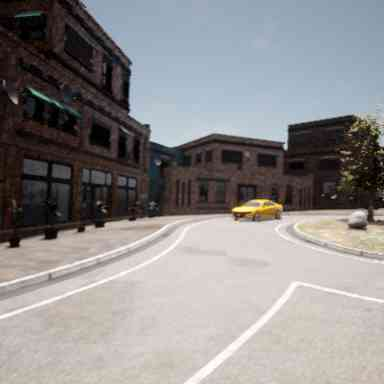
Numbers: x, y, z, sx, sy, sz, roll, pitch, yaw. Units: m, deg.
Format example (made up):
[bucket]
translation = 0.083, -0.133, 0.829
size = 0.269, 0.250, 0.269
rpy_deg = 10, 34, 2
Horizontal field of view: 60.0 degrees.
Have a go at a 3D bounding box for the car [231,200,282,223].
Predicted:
[car]
translation = 4.908, 1.350, 24.885
size = 1.882, 1.535, 5.008
rpy_deg = -1, -1, 43
